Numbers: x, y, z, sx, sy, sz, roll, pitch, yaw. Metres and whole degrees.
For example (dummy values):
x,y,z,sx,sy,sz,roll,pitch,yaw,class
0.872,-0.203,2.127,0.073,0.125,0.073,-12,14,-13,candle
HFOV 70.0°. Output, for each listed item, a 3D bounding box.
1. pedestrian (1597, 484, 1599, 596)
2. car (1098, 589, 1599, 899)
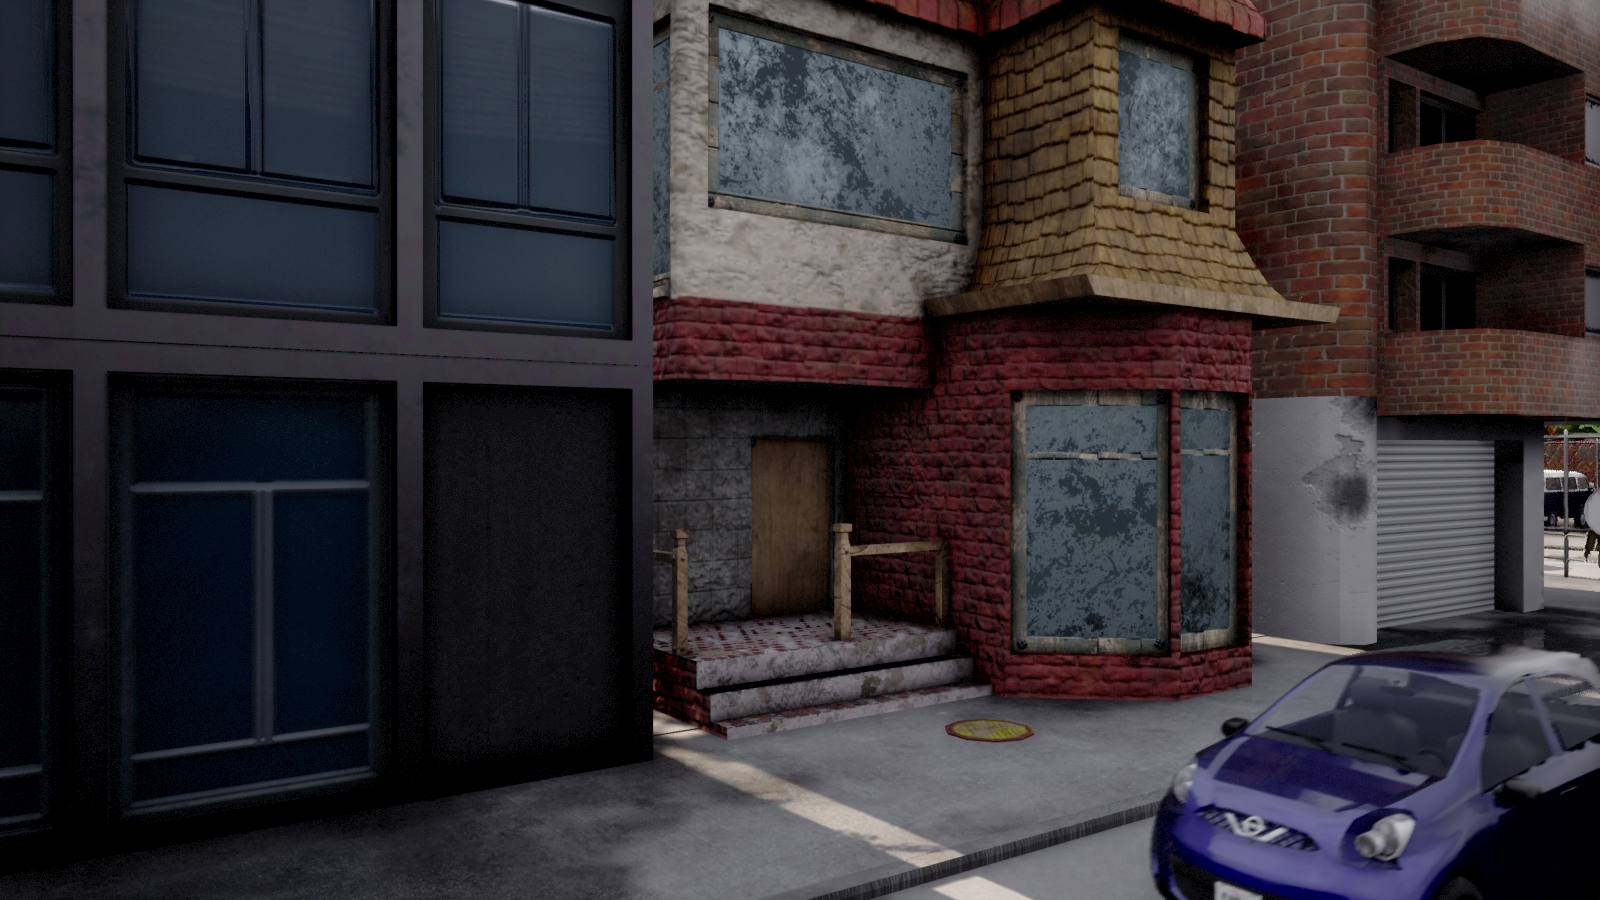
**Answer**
x,y,z,sx,sy,sz,roll,pitch,yaw,class
13.625,1.507,19.190,0.375,1.860,0.375,0,0,33,pedestrian
3.773,1.816,7.015,3.633,1.501,1.845,0,0,-35,car
